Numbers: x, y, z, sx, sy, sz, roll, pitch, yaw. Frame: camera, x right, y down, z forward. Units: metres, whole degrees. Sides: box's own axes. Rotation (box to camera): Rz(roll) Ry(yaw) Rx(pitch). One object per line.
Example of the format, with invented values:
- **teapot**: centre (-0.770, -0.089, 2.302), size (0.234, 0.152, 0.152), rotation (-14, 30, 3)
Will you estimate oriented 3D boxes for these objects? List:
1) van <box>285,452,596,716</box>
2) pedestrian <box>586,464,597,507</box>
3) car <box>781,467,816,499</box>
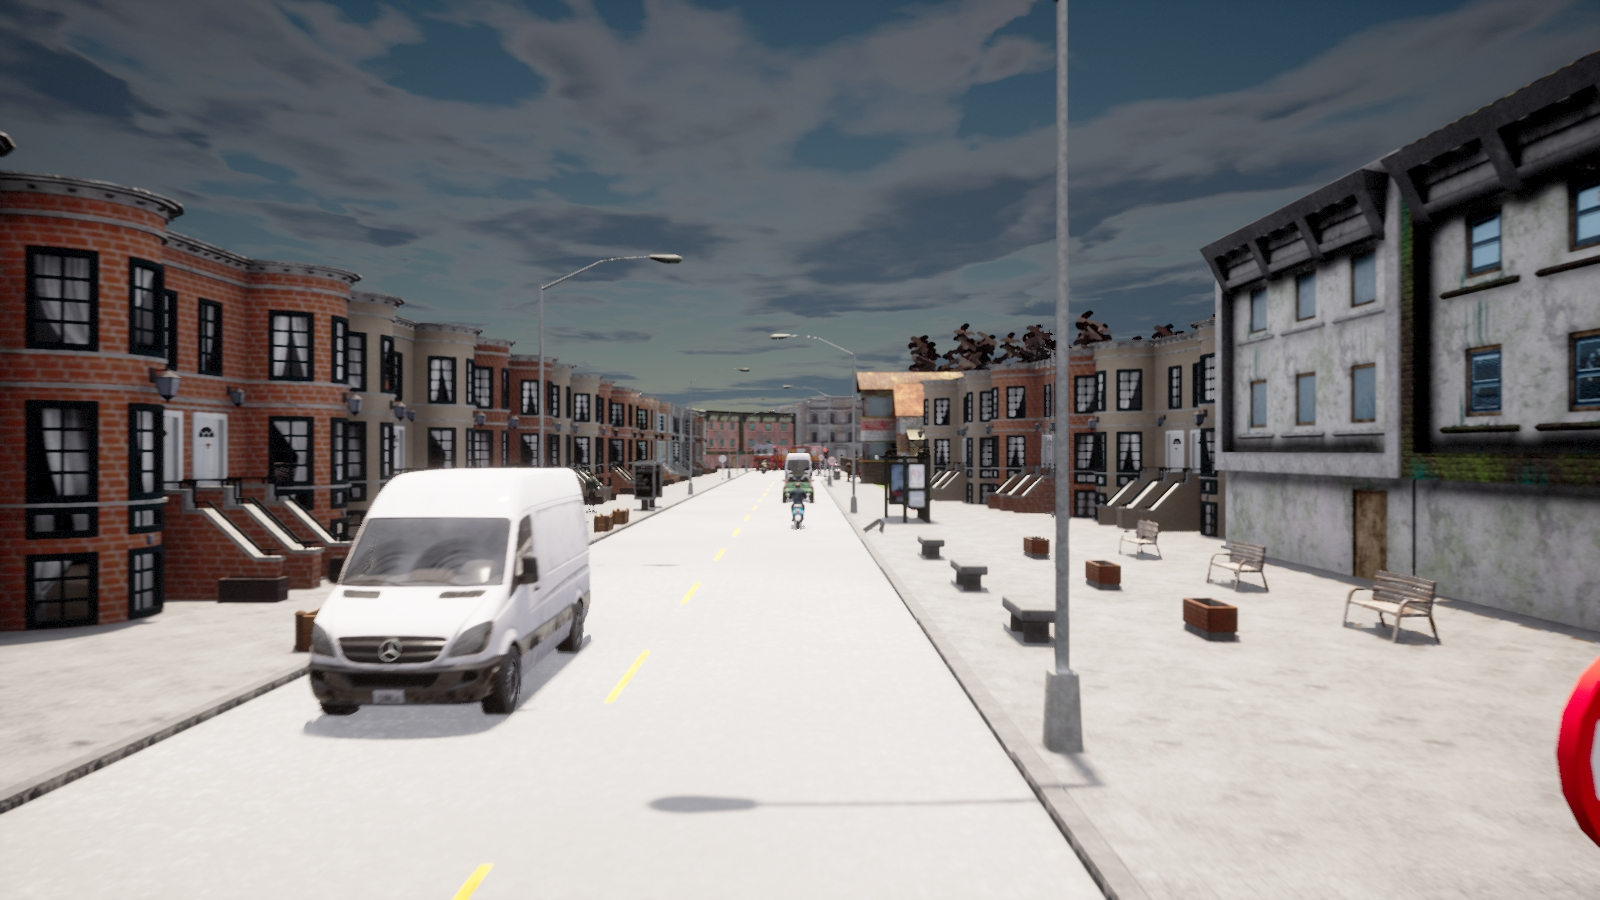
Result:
- **van**: centre (-4.035, 1.314, 14.100), size (1.988, 2.561, 5.915), rotation (0, 0, 0)
- **pedestrian**: centre (-8.940, 1.524, 49.045), size (0.375, 1.860, 0.375), rotation (0, 0, 2)
- **car**: centre (-0.095, 1.780, 62.283), size (1.851, 1.617, 3.988), rotation (0, 0, 0)
